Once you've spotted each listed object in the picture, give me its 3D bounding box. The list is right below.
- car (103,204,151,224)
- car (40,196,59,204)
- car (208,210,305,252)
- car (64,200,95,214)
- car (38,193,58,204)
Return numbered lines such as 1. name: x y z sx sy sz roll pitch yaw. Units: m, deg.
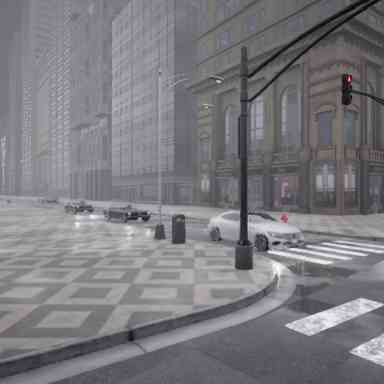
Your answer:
1. car: -4.828 1.528 24.404 1.895 1.301 4.718 0 0 -35
2. car: -25.046 1.447 58.363 1.895 1.301 4.718 0 0 -36
3. car: 2.465 1.489 13.926 1.812 1.442 4.674 0 0 -32
4. car: -11.499 1.499 33.795 1.895 1.301 4.718 0 0 -35
5. car: -20.204 0.981 46.198 1.837 1.490 4.892 0 0 -35
